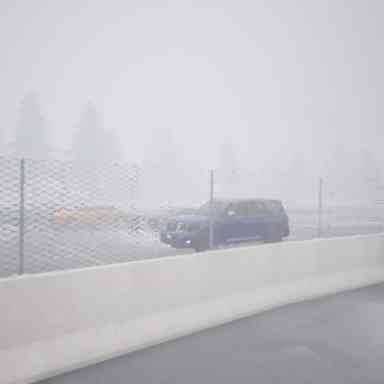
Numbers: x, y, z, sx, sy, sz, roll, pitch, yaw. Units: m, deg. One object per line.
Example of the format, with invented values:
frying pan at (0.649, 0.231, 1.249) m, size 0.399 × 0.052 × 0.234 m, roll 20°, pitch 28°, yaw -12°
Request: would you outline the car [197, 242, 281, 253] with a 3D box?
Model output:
car at (1.504, 1.268, 13.340) m, size 5.566 × 2.045 × 2.150 m, roll 1°, pitch 0°, yaw -33°
